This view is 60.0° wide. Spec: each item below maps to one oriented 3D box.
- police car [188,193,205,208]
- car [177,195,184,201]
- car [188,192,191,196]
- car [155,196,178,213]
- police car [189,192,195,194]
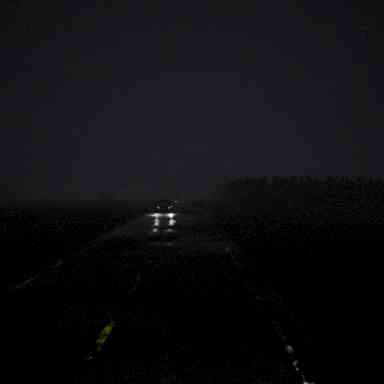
[{"bbox_3d":[0.816,1.356,45.658,1.930,1.638,5.238,0,0,0],"label":"police car"},{"bbox_3d":[-2.765,1.366,76.897,2.033,1.411,5.357,0,0,0],"label":"car"},{"bbox_3d":[-0.015,1.264,78.781,1.895,1.301,4.718,0,0,0],"label":"car"},{"bbox_3d":[-2.851,1.459,35.778,1.837,1.490,4.892,0,0,0],"label":"car"},{"bbox_3d":[0.814,1.327,55.657,1.930,1.638,5.238,0,0,0],"label":"police car"}]
